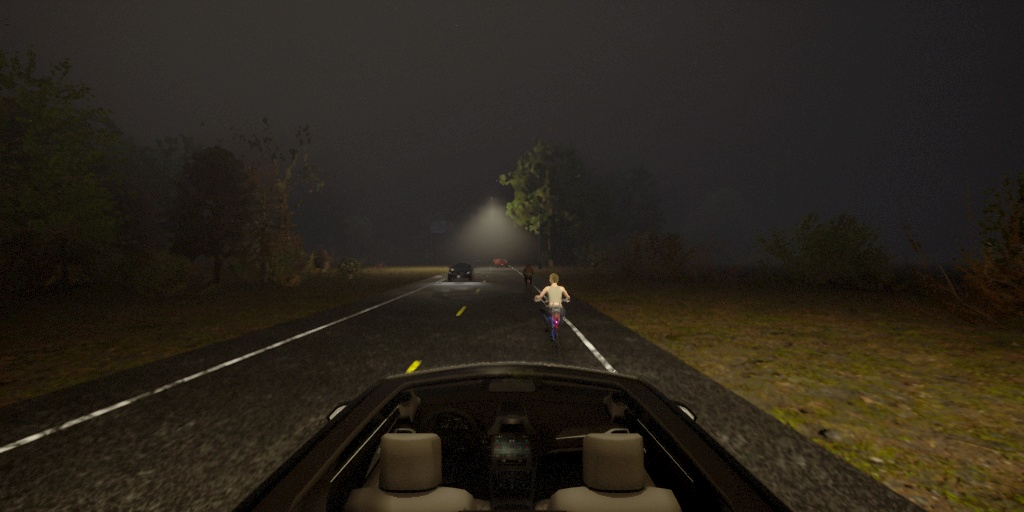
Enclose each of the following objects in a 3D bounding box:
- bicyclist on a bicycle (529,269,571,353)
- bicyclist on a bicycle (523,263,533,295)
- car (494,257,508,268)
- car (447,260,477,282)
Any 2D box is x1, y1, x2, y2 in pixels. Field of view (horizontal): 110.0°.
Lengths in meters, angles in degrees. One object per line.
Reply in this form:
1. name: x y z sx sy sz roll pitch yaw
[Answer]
1. bicyclist on a bicycle: 0.902 1.183 7.825 0.866 1.612 1.509 0 0 0
2. bicyclist on a bicycle: 0.802 1.191 17.531 0.582 1.620 1.656 0 0 -1
3. car: -1.689 1.203 59.583 1.812 1.442 4.674 0 0 -3
4. car: -4.028 1.252 28.913 1.812 1.442 4.674 0 0 -2
